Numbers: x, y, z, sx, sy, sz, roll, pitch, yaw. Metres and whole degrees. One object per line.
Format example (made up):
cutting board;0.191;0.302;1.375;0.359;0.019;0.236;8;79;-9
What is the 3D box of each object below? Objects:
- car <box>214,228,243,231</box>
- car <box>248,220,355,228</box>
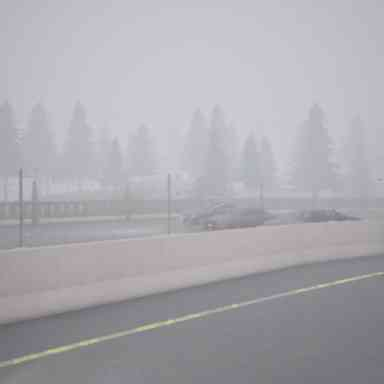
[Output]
car;2.633;1.479;17.541;4.181;1.385;1.994;0;0;-28
car;5.406;1.470;15.147;5.357;1.411;2.033;0;0;-27
